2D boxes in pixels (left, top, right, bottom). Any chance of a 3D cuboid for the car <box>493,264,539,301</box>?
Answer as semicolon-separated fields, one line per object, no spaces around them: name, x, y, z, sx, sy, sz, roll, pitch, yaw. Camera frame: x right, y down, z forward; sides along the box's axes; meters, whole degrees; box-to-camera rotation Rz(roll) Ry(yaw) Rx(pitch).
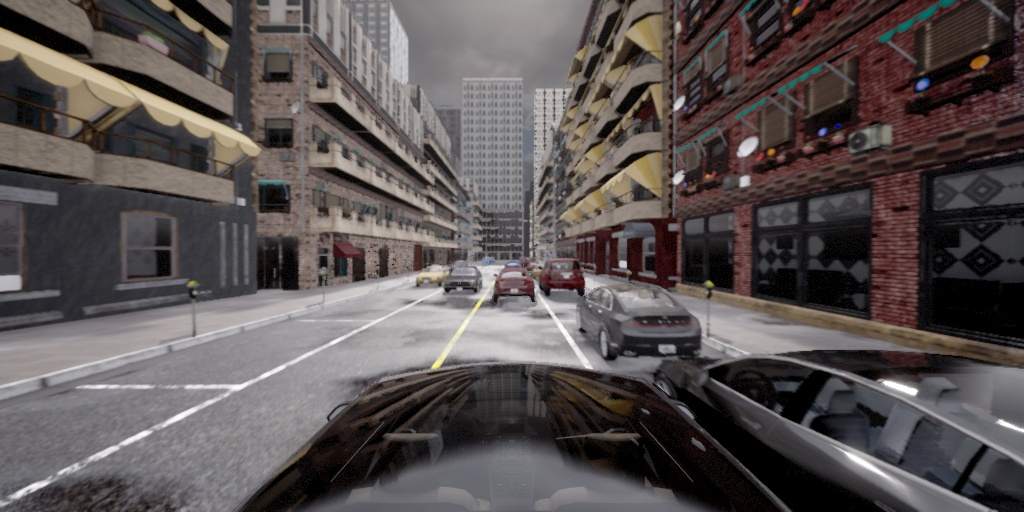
car;0.095;1.268;17.041;1.812;1.442;4.674;0;0;0

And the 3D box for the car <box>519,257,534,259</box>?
car;2.589;1.037;52.501;2.192;1.841;5.009;0;0;0

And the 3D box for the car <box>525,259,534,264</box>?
car;2.584;1.311;41.404;1.802;1.307;4.207;0;0;0

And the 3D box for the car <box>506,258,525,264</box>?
car;0.116;1.258;36.395;1.812;1.442;4.674;0;0;0

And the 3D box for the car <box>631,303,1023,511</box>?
car;2.565;1.315;2.561;1.948;1.339;4.313;0;0;0

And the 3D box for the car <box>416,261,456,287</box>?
car;-5.305;1.265;24.570;1.751;1.417;4.829;0;0;0

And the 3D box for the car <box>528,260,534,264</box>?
car;2.579;1.261;30.476;1.751;1.417;4.829;0;0;0

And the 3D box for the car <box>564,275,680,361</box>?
car;2.568;1.297;8.109;2.007;1.370;4.403;0;0;0

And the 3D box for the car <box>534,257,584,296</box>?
car;2.573;1.056;19.208;2.192;1.841;5.009;0;0;0

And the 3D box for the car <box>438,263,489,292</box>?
car;-2.740;1.344;21.395;2.033;1.411;5.357;0;0;0

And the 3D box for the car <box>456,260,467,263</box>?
car;-5.299;1.173;35.838;1.967;1.591;4.097;0;0;0
